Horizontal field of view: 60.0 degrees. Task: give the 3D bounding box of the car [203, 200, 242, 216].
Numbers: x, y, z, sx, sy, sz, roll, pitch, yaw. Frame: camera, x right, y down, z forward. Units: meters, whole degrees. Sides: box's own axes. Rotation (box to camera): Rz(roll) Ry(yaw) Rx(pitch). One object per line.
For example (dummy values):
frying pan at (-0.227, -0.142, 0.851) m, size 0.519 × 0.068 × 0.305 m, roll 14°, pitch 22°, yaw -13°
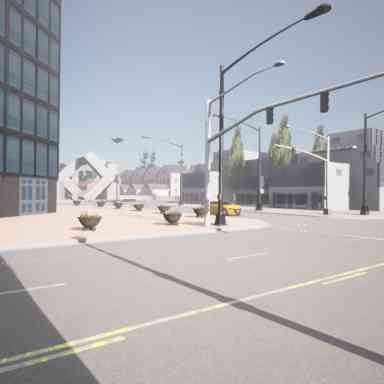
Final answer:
car at (2.956, 1.563, 33.648) m, size 1.882 × 1.535 × 5.008 m, roll 1°, pitch -1°, yaw -35°
